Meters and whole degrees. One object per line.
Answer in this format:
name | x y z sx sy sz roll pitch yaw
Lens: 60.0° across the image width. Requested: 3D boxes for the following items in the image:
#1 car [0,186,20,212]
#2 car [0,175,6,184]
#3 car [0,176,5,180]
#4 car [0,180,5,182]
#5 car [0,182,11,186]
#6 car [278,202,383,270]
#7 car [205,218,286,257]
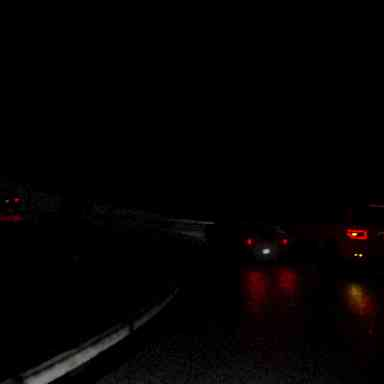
car | -17.695 0.763 31.138 2.150 2.045 5.566 1 2 -37
car | -42.186 -2.786 72.880 2.128 1.511 4.902 2 4 -35
car | -35.133 -1.736 61.984 1.882 1.535 5.008 2 4 -32
car | -27.530 -0.474 49.061 1.882 1.535 5.008 1 4 -30
car | -22.811 0.181 40.375 2.097 1.767 4.553 2 4 -27
car | 5.196 1.385 11.809 2.150 2.045 5.566 2 0 -5
car | 1.971 1.688 13.317 1.895 1.301 4.718 2 0 -14
